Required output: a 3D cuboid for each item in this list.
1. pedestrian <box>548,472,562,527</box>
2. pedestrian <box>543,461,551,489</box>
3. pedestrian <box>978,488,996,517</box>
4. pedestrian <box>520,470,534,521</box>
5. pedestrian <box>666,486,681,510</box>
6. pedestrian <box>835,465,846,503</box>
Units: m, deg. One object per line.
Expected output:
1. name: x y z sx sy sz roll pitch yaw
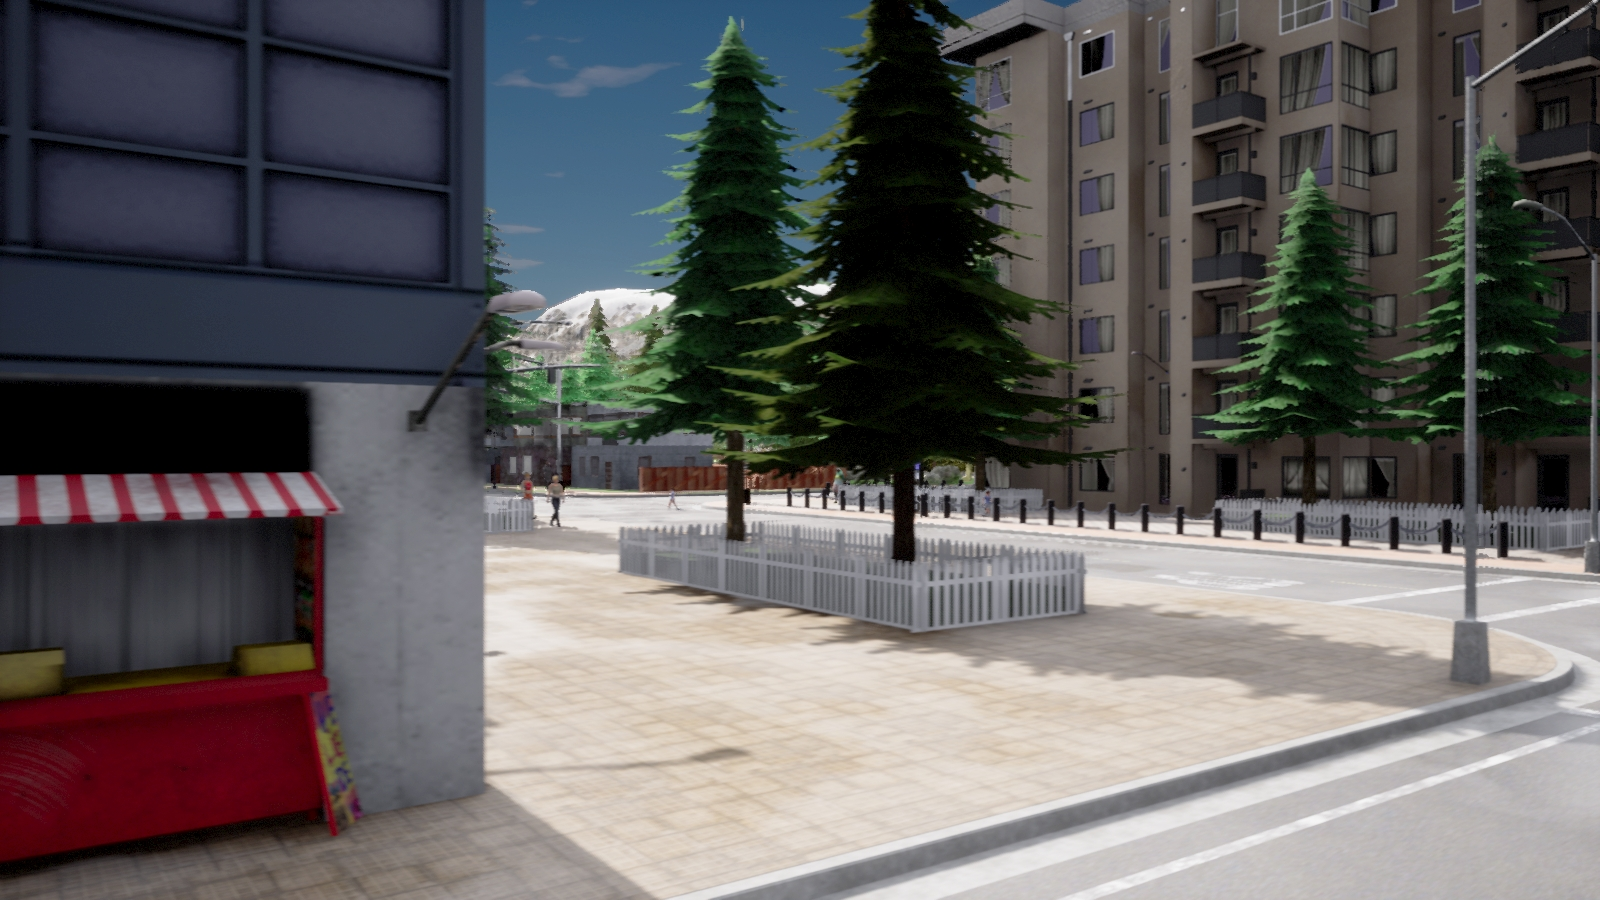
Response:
1. pedestrian: -8.416 1.688 39.252 0.375 1.860 0.375 0 0 -32
2. pedestrian: -16.694 1.662 75.331 0.375 1.860 0.375 0 0 42
3. pedestrian: 7.396 2.066 45.093 0.500 1.100 0.500 0 0 -32
4. pedestrian: -10.073 1.689 42.176 0.375 1.860 0.375 0 0 -34
5. pedestrian: -5.898 2.223 53.280 0.500 1.100 0.500 0 0 -34
6. pedestrian: 1.991 1.685 56.381 0.375 1.860 0.375 0 0 -45
